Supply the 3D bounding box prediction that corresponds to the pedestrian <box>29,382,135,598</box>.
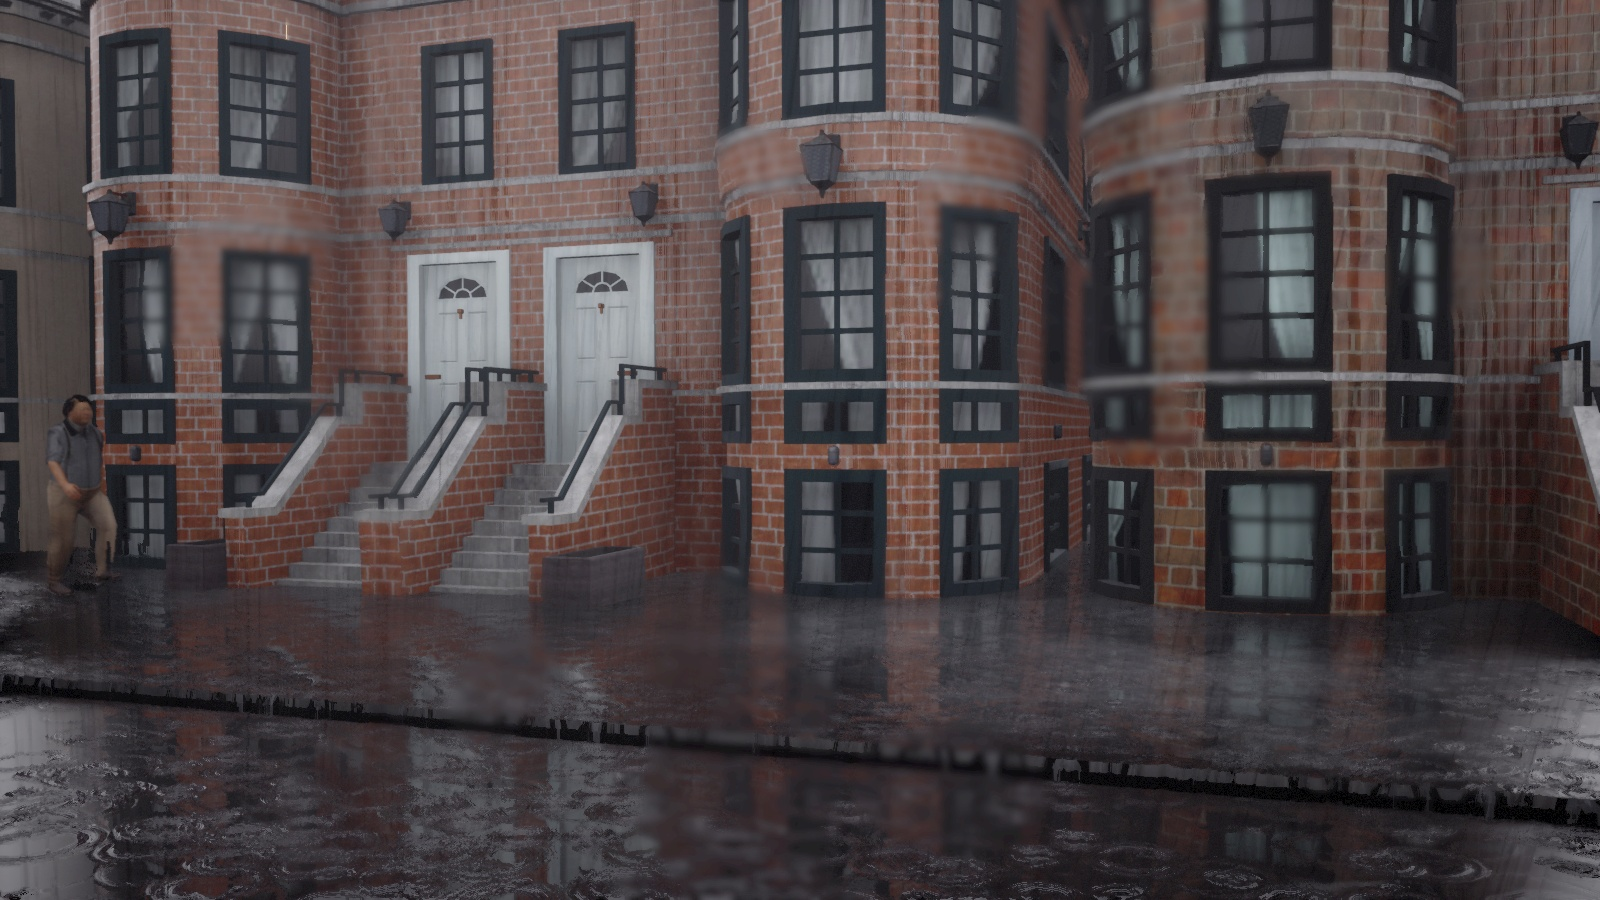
[{"bbox_3d":[-6.363,0.334,11.131,0.694,1.848,0.540,1,1,31],"label":"pedestrian"}]
